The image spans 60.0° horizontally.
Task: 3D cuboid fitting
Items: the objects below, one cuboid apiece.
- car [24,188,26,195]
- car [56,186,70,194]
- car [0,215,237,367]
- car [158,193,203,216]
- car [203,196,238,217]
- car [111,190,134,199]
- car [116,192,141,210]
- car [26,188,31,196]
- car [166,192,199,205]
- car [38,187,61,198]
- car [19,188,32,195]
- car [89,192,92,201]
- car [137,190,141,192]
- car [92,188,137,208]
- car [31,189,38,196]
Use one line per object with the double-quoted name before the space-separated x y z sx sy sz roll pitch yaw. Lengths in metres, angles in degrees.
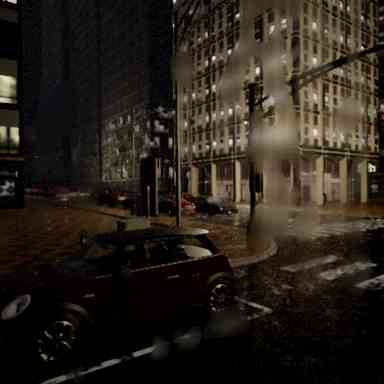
"car" -33.903 -0.051 69.811 2.008 1.369 4.403 0 1 -36
"car" -30.386 -0.282 79.287 1.887 1.381 4.507 0 1 -36
"car" -1.240 1.413 5.676 4.097 1.590 1.967 -1 0 -35
"car" -1.429 0.908 24.504 1.967 1.590 4.097 0 1 -36
"car" 1.100 0.994 25.396 2.033 1.411 5.357 -1 2 -36
"car" -10.895 0.381 52.094 1.947 1.339 4.313 0 1 -36
"car" -4.678 0.943 29.036 1.802 1.307 4.206 0 1 -36
"car" -30.656 0.050 65.280 1.887 1.381 4.507 0 1 -36
"car" -1.150 0.718 38.496 1.802 1.307 4.206 0 1 -36
"car" -24.161 0.263 56.219 1.887 1.381 4.507 0 1 -36
"car" -37.151 -0.143 74.342 1.947 1.339 4.313 0 1 -36
"car" -11.695 0.376 43.283 2.097 1.767 4.553 -1 2 -35
"car" -7.745 0.444 47.700 1.752 1.417 4.829 0 1 -36
"car" -7.921 0.569 33.564 2.192 1.841 5.009 0 1 -36
"car" -27.409 0.162 60.750 2.008 1.369 4.403 0 1 -36
